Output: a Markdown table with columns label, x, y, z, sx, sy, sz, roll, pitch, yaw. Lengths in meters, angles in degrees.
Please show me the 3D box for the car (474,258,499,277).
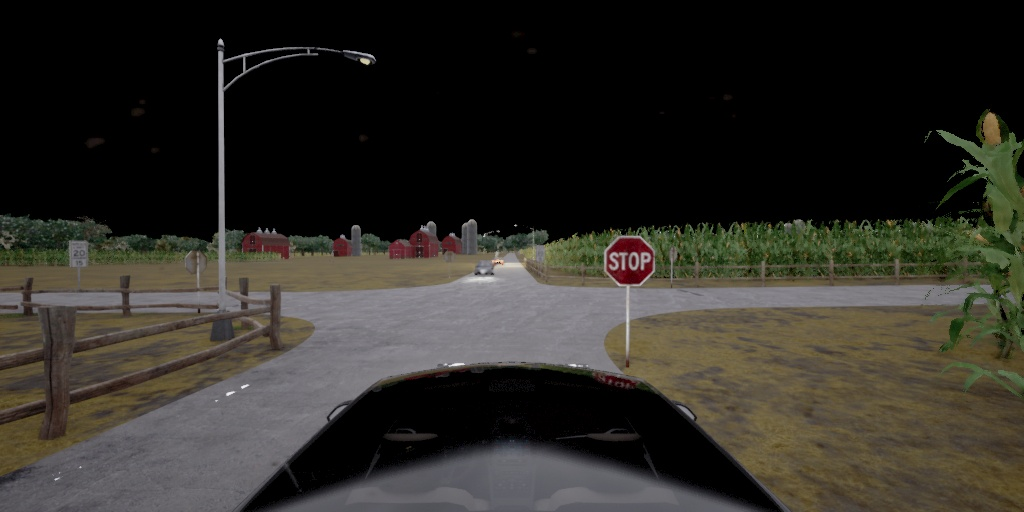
| label | x | y | z | sx | sy | sz | roll | pitch | yaw |
| --- | --- | --- | --- | --- | --- | --- | --- | --- | --- |
| car | -2.671 | 1.258 | 35.789 | 2.128 | 1.511 | 4.902 | 0 | 1 | 0 |
